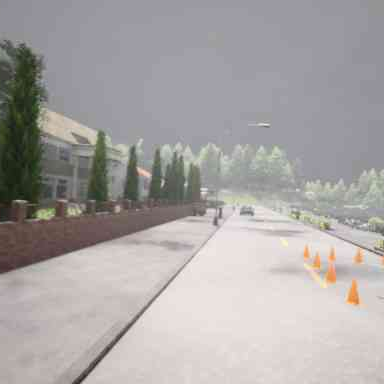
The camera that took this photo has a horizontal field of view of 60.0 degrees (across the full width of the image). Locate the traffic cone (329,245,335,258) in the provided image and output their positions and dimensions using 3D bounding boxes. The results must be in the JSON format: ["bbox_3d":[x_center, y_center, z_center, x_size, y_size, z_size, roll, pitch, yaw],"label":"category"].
[{"bbox_3d":[5.674,2.454,13.454,0.340,0.580,0.340,3,-1,9],"label":"traffic cone"}]

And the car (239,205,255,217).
[{"bbox_3d":[7.469,2.504,45.324,2.033,1.411,5.357,3,-1,9],"label":"car"}]

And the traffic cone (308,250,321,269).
[{"bbox_3d":[4.372,2.354,11.639,0.340,0.580,0.340,3,-1,9],"label":"traffic cone"}]

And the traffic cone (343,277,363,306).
[{"bbox_3d":[3.739,2.271,7.690,0.340,0.580,0.340,3,-1,9],"label":"traffic cone"}]

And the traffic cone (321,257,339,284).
[{"bbox_3d":[4.055,2.313,9.665,0.340,0.580,0.340,3,-1,9],"label":"traffic cone"}]

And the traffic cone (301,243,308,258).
[{"bbox_3d":[4.688,2.395,13.614,0.340,0.580,0.340,3,-1,9],"label":"traffic cone"}]

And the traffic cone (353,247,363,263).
[{"bbox_3d":[6.659,2.513,13.295,0.340,0.580,0.340,3,-1,9],"label":"traffic cone"}]

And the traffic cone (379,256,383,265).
[{"bbox_3d":[7.645,2.572,13.136,0.340,0.580,0.340,3,-1,9],"label":"traffic cone"}]
